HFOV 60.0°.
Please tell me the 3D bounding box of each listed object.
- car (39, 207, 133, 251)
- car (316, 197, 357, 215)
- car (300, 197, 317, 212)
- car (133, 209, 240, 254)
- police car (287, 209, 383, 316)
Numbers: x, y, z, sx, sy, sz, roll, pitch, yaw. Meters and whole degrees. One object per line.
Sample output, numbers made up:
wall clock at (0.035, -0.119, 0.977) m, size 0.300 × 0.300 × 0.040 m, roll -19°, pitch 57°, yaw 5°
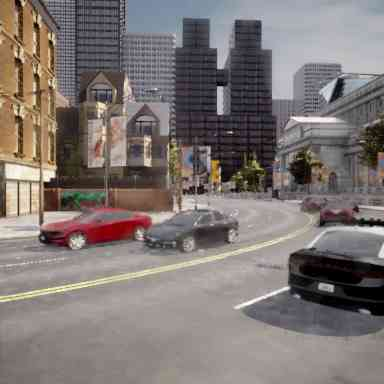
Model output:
car at (-3.931, 1.463, 14.379) m, size 1.882 × 1.535 × 5.008 m, roll 1°, pitch 0°, yaw 43°
car at (10.157, 1.339, 23.358) m, size 2.097 × 1.767 × 4.553 m, roll 0°, pitch 0°, yaw 24°
car at (13.925, 1.330, 38.350) m, size 2.097 × 1.767 × 4.553 m, roll 0°, pitch 0°, yaw 6°
car at (0.156, 1.496, 13.740) m, size 1.837 × 1.490 × 4.892 m, roll 1°, pitch 0°, yaw 39°
police car at (4.036, 1.422, 7.540) m, size 1.930 × 1.638 × 5.238 m, roll 0°, pitch 0°, yaw 43°
